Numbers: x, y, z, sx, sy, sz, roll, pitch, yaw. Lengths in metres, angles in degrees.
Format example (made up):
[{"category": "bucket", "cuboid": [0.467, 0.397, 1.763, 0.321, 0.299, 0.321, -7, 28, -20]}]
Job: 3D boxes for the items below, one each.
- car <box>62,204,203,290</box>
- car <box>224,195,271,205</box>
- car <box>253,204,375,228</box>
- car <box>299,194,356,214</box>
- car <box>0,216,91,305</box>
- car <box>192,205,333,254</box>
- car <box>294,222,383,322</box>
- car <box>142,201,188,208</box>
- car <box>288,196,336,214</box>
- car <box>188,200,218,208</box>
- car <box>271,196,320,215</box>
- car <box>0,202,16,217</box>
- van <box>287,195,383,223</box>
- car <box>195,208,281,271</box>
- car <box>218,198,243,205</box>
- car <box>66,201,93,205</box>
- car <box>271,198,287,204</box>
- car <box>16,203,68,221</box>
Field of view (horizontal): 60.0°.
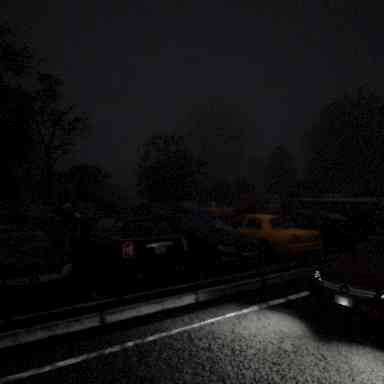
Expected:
[{"category": "car", "cuboid": [-1.981, 1.394, 9.676, 2.185, 1.767, 4.553, 0, 0, -35]}, {"category": "car", "cuboid": [3.941, 1.258, 29.978, 2.435, 2.045, 5.566, 0, 0, -35]}, {"category": "car", "cuboid": [4.818, 1.517, 14.525, 2.231, 1.521, 4.892, 0, 0, -35]}, {"category": "car", "cuboid": [15.404, 1.248, 38.101, 2.435, 2.045, 5.566, 0, 0, -35]}, {"category": "car", "cuboid": [-4.271, 1.559, 8.095, 2.002, 1.452, 4.674, 0, 0, -35]}, {"category": "car", "cuboid": [2.436, 1.514, 13.072, 1.946, 1.575, 5.366, 0, 0, -35]}, {"category": "car", "cuboid": [4.383, 1.523, 6.818, 4.674, 1.442, 1.812, 0, 0, -36]}, {"category": "car", "cuboid": [-2.741, 1.544, 25.171, 2.163, 1.488, 4.792, 0, 0, -35]}, {"category": "car", "cuboid": [13.028, 1.376, 36.421, 2.185, 1.767, 4.553, 0, 0, -35]}, {"category": "car", "cuboid": [-0.488, 1.513, 26.811, 2.097, 1.535, 5.008, 0, 0, -35]}, {"category": "car", "cuboid": [10.756, 1.377, 34.811, 2.185, 1.767, 4.553, 0, 0, -35]}, {"category": "car", "cuboid": [-11.830, 1.266, 18.732, 2.435, 2.045, 5.566, 0, 0, -35]}, {"category": "van", "cuboid": [7.153, 1.289, 16.044, 1.878, 1.987, 4.442, 0, 0, -35]}, {"category": "car", "cuboid": [0.269, 1.519, 11.317, 2.231, 1.521, 4.892, 0, 0, -35]}, {"category": "car", "cuboid": [1.578, 1.508, 28.496, 1.946, 1.575, 5.366, 0, 0, -35]}, {"category": "car", "cuboid": [-7.320, 1.391, 22.001, 2.185, 1.767, 4.553, 0, 0, -35]}, {"category": "car", "cuboid": [6.349, 1.381, 31.611, 2.185, 1.767, 4.553, 0, 0, -35]}, {"category": "car", "cuboid": [-9.578, 1.519, 20.370, 2.231, 1.521, 4.892, 0, 0, -35]}]
